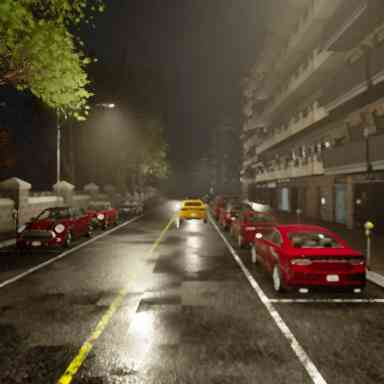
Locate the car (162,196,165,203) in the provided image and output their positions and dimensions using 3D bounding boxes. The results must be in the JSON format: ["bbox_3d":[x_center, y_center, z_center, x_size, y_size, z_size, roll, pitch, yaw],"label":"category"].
[{"bbox_3d":[-5.724,1.298,53.614,2.008,1.369,4.403,0,0,0],"label":"car"}]

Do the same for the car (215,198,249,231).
[{"bbox_3d":[2.677,1.341,19.837,1.967,1.590,4.097,0,0,0],"label":"car"}]

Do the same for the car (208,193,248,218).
[{"bbox_3d":[2.673,1.189,25.467,2.192,1.841,5.009,0,0,0],"label":"car"}]

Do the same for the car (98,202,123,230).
[{"bbox_3d":[-5.704,1.341,19.831,1.967,1.590,4.097,0,0,0],"label":"car"}]

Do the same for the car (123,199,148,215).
[{"bbox_3d":[-5.710,1.398,31.093,2.008,1.369,4.403,0,0,0],"label":"car"}]

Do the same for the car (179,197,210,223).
[{"bbox_3d":[0.084,1.356,24.571,1.882,1.535,5.008,0,0,0],"label":"car"}]

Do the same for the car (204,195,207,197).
[{"bbox_3d":[2.659,1.211,47.989,1.967,1.590,4.097,0,0,0],"label":"car"}]

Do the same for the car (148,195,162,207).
[{"bbox_3d":[-5.721,1.297,47.813,1.752,1.417,4.829,0,0,0],"label":"car"}]

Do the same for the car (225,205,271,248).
[{"bbox_3d":[2.680,1.473,14.209,1.887,1.381,4.507,0,0,0],"label":"car"}]

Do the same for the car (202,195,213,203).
[{"bbox_3d":[2.652,1.249,59.421,1.752,1.417,4.829,0,0,0],"label":"car"}]

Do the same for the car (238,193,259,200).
[{"bbox_3d":[14.562,1.209,86.250,5.009,1.841,2.192,1,-1,0],"label":"car"}]

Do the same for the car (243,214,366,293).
[{"bbox_3d":[2.685,1.500,8.578,1.887,1.381,4.507,0,0,0],"label":"car"}]

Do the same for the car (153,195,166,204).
[{"bbox_3d":[-5.728,1.251,59.074,1.752,1.417,4.829,0,0,0],"label":"car"}]

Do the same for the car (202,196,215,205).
[{"bbox_3d":[2.656,1.313,53.620,1.947,1.339,4.313,0,0,0],"label":"car"}]

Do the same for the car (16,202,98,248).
[{"bbox_3d":[-5.700,1.368,14.203,1.967,1.590,4.097,0,0,0],"label":"car"}]
